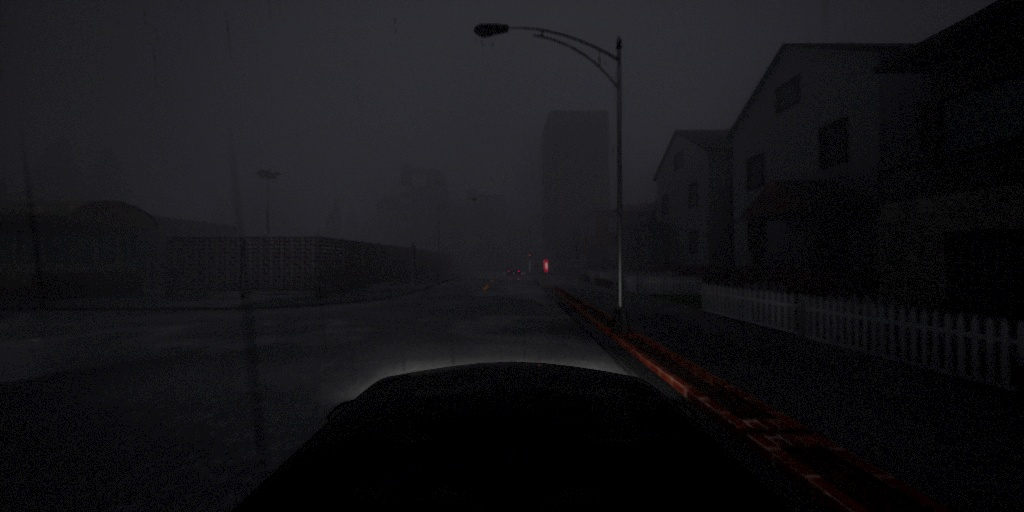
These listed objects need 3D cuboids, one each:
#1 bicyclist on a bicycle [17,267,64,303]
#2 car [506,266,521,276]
[{"bbox_3d":[-21.698,1.309,16.544,0.582,1.620,1.656,0,0,0],"label":"bicyclist on a bicycle"},{"bbox_3d":[0.229,1.914,46.847,1.895,1.301,4.718,0,-1,0],"label":"car"}]
